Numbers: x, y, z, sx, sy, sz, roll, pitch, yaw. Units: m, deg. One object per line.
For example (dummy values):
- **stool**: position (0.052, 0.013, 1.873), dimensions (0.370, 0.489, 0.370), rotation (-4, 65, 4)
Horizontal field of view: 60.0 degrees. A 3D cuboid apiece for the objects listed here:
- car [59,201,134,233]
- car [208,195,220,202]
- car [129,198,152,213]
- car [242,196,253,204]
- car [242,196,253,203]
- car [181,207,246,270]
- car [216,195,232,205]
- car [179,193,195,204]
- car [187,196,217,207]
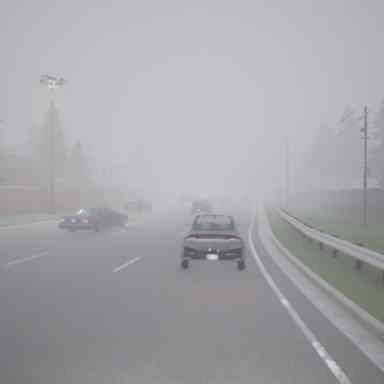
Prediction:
- **car**: position (-5.472, 1.500, 19.226), dimensions (2.033, 1.411, 5.357), rotation (0, 0, 11)
- **car**: position (4.685, 1.393, 70.628), dimensions (1.812, 1.442, 4.674), rotation (0, 0, 11)
- **car**: position (-5.725, 1.433, 35.844), dimensions (2.128, 1.511, 4.902), rotation (0, 0, 11)
- **car**: position (11.048, 1.599, 66.353), dimensions (1.994, 1.385, 4.181), rotation (1, -1, 11)
- **car**: position (11.786, 1.600, 70.448), dimensions (1.994, 1.385, 4.181), rotation (0, 0, 11)
- **car**: position (0.756, 1.491, 11.136), dimensions (2.128, 1.511, 4.902), rotation (0, 0, 5)
- **car**: position (6.077, 1.560, 59.725), dimensions (2.033, 1.411, 5.357), rotation (0, 0, 11)
- **car**: position (-0.779, 1.186, 61.128), dimensions (2.150, 2.045, 5.566), rotation (0, 0, 11)
- **car**: position (1.115, 1.493, 34.355), dimensions (1.837, 1.490, 4.892), rotation (0, -1, 11)
